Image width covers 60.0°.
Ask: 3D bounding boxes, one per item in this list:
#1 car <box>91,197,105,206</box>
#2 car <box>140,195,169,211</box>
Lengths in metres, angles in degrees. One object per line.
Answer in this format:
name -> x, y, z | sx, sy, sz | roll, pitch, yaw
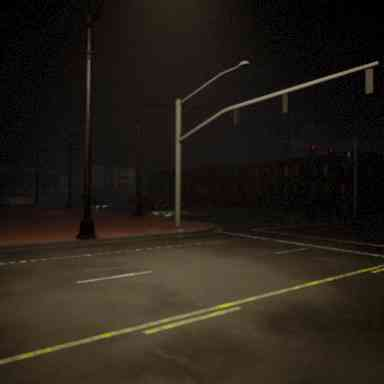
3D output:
car -> -17.457, 1.689, 60.656 | 1.837, 1.490, 4.892 | 1, -1, -36
car -> -5.109, 1.385, 43.317 | 2.150, 2.045, 5.566 | 1, 0, -36
